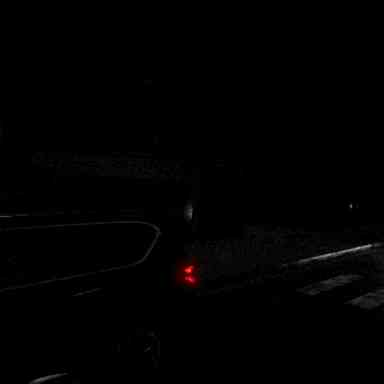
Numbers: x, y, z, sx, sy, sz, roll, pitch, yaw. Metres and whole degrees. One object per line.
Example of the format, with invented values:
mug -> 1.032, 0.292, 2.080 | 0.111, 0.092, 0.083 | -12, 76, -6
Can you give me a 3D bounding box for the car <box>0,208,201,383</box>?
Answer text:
car -> -2.466, 1.241, 3.458 | 5.566, 2.045, 2.150 | 0, -1, -38
